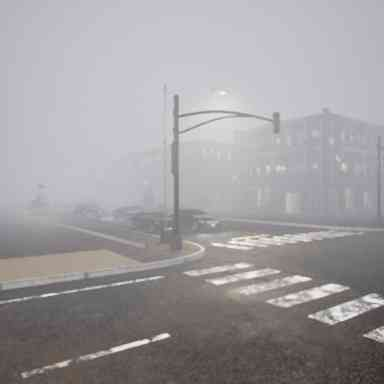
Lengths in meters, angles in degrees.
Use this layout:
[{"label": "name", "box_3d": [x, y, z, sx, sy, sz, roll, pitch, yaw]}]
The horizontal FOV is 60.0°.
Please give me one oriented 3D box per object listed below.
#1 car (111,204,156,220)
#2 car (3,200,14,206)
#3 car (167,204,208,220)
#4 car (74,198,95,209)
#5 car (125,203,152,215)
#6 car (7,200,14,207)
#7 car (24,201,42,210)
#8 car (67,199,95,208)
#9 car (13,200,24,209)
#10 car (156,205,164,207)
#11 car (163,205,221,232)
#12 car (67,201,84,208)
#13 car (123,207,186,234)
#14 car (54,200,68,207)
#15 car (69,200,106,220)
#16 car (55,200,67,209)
[{"label": "car", "box_3d": [-5.892, 2.017, 31.517, 2.033, 1.411, 5.357, 0, -1, -36]}, {"label": "car", "box_3d": [-45.892, 2.709, 83.188, 1.887, 1.381, 4.507, -1, 0, -35]}, {"label": "car", "box_3d": [-0.526, 2.010, 33.955, 2.008, 1.369, 4.403, -1, 0, -35]}, {"label": "car", "box_3d": [-19.800, 2.139, 61.004, 2.192, 1.841, 5.009, -1, 0, -35]}, {"label": "car", "box_3d": [-6.949, 2.166, 42.971, 1.802, 1.307, 4.206, -1, 0, -35]}, {"label": "car", "box_3d": [-39.470, 2.491, 74.172, 1.967, 1.590, 4.097, -1, 0, -35]}, {"label": "car", "box_3d": [-26.523, 2.344, 56.001, 1.752, 1.417, 4.829, -1, 0, -35]}, {"label": "car", "box_3d": [-18.160, 2.247, 54.256, 2.128, 1.511, 4.902, 0, -1, -35]}, {"label": "car", "box_3d": [-33.046, 2.487, 65.156, 2.008, 1.369, 4.403, -1, 0, -35]}, {"label": "car", "box_3d": [-3.738, 2.104, 38.463, 1.802, 1.307, 4.206, -1, 0, -35]}, {"label": "car", "box_3d": [0.069, 1.878, 23.159, 1.812, 1.442, 4.674, 0, -1, -34]}, {"label": "car", "box_3d": [-23.008, 2.427, 65.511, 1.887, 1.381, 4.507, -1, 0, -35]}, {"label": "car", "box_3d": [-2.610, 1.926, 22.227, 1.947, 1.339, 4.313, -1, 0, -35]}, {"label": "car", "box_3d": [-29.432, 2.563, 74.528, 1.947, 1.339, 4.313, -1, 0, -35]}, {"label": "car", "box_3d": [-10.565, 1.959, 33.600, 1.967, 1.590, 4.097, -1, 0, -35]}, {"label": "car", "box_3d": [-24.591, 2.436, 63.282, 1.994, 1.385, 4.181, 0, -1, -35]}]
